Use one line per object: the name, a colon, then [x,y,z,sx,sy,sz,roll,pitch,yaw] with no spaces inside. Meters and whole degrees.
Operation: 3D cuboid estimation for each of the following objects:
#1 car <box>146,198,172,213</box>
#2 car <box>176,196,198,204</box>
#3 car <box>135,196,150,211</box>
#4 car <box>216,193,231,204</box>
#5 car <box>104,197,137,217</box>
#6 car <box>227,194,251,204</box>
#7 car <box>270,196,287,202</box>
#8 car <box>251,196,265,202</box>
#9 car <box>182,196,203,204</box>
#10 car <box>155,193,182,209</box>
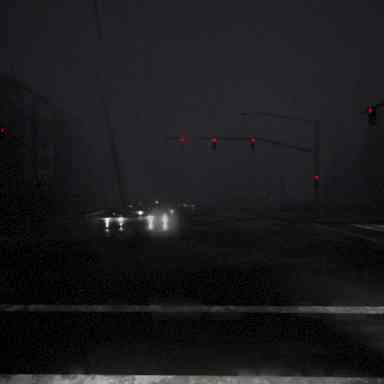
car: [-3.510,1.588,36.385,1.895,1.301,4.718,0,0,-1]
car: [-0.893,1.524,65.988,2.033,1.411,5.357,0,0,27]
car: [-6.878,1.338,41.433,2.097,1.767,4.553,0,0,1]
car: [6.848,1.199,65.312,2.150,2.045,5.566,0,0,35]
car: [-6.940,1.536,31.958,2.033,1.411,5.357,0,0,-1]
car: [8.601,1.579,61.111,1.895,1.301,4.718,0,0,29]
car: [18.834,1.499,73.144,4.674,1.442,1.812,0,0,-36]
car: [13.769,1.514,73.480,5.357,1.411,2.033,0,0,-39]
car: [0.357,1.580,60.310,1.895,1.301,4.718,0,0,24]
car: [-3.198,1.206,46.084,2.150,2.045,5.566,0,0,5]
